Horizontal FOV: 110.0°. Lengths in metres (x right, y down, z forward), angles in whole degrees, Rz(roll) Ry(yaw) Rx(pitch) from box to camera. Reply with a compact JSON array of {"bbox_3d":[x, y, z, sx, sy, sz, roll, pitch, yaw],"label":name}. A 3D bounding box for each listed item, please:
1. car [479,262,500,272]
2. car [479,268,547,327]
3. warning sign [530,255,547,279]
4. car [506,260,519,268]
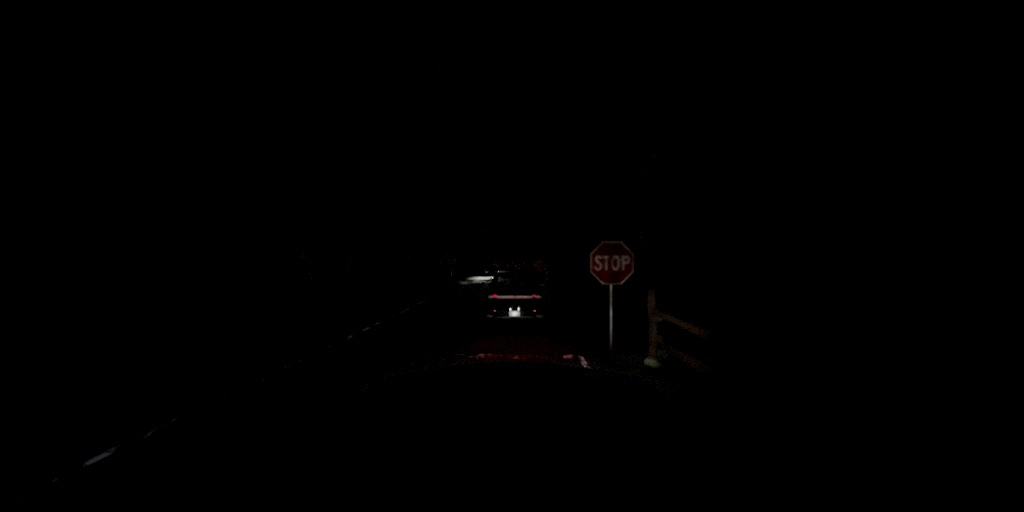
[{"bbox_3d":[-2.833,1.566,42.435,2.128,1.511,4.902,0,0,0],"label":"car"},{"bbox_3d":[0.082,1.326,11.899,2.128,1.511,4.902,0,0,0],"label":"car"},{"bbox_3d":[2.455,1.107,31.424,1.300,1.860,1.060,0,0,0],"label":"warning sign"},{"bbox_3d":[0.011,1.780,63.416,1.994,1.385,4.181,0,0,0],"label":"car"}]
